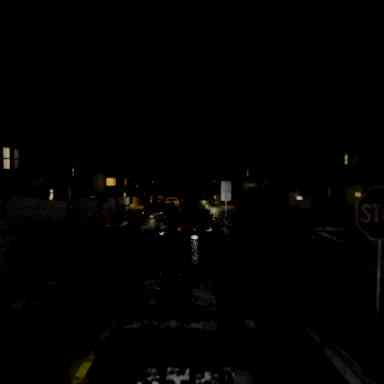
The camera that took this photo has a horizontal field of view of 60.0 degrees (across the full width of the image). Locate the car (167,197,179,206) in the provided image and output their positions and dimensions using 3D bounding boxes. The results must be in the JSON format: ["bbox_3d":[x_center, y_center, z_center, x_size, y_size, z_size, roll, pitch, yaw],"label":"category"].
[{"bbox_3d":[-2.775,1.566,36.374,1.994,1.385,4.181,0,0,1],"label":"car"}]

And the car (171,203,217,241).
[{"bbox_3d":[0.129,1.503,16.216,1.895,1.301,4.718,0,2,0],"label":"car"}]

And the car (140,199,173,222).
[{"bbox_3d":[-2.847,1.515,26.412,1.812,1.442,4.674,0,0,2],"label":"car"}]

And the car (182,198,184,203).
[{"bbox_3d":[-2.643,1.412,62.313,2.097,1.767,4.553,0,0,0],"label":"car"}]

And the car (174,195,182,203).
[{"bbox_3d":[-2.756,1.500,46.435,1.882,1.535,5.008,0,0,0],"label":"car"}]
